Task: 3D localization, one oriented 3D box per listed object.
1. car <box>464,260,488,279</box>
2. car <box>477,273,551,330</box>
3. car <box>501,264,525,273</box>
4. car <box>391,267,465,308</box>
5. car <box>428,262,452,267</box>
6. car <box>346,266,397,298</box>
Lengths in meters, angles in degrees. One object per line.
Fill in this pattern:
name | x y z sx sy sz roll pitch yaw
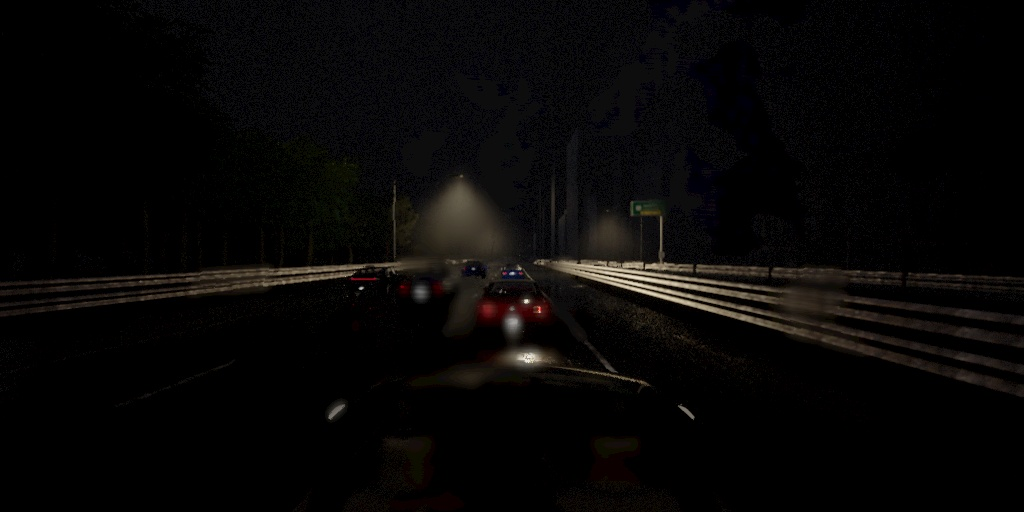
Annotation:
car | -3.427 1.193 34.102 2.097 1.767 4.553 0 0 0
car | 0.062 1.372 11.169 1.895 1.301 4.718 0 0 0
car | 0.069 1.374 29.521 2.033 1.411 5.357 0 0 0
car | -3.425 1.348 15.496 1.994 1.385 4.181 0 0 0
car | -6.926 1.345 34.340 1.837 1.490 4.892 0 0 0
car | -6.918 1.284 18.918 2.128 1.511 4.902 0 0 0
